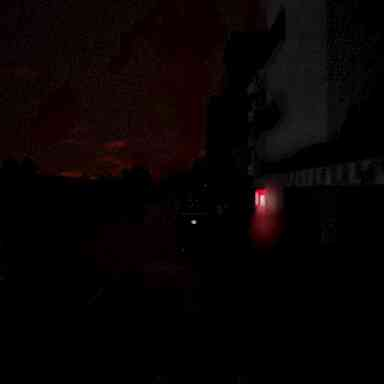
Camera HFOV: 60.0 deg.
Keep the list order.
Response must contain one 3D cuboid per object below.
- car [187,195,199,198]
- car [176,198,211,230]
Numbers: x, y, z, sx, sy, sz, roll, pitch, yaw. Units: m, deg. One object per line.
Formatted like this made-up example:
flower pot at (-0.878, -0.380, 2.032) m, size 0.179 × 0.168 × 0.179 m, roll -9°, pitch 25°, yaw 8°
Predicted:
car at (0.098, 1.171, 40.310) m, size 1.837 × 1.490 × 4.892 m, roll 0°, pitch 0°, yaw 0°
car at (0.098, 1.329, 19.634) m, size 2.128 × 1.511 × 4.902 m, roll 0°, pitch 0°, yaw 0°
